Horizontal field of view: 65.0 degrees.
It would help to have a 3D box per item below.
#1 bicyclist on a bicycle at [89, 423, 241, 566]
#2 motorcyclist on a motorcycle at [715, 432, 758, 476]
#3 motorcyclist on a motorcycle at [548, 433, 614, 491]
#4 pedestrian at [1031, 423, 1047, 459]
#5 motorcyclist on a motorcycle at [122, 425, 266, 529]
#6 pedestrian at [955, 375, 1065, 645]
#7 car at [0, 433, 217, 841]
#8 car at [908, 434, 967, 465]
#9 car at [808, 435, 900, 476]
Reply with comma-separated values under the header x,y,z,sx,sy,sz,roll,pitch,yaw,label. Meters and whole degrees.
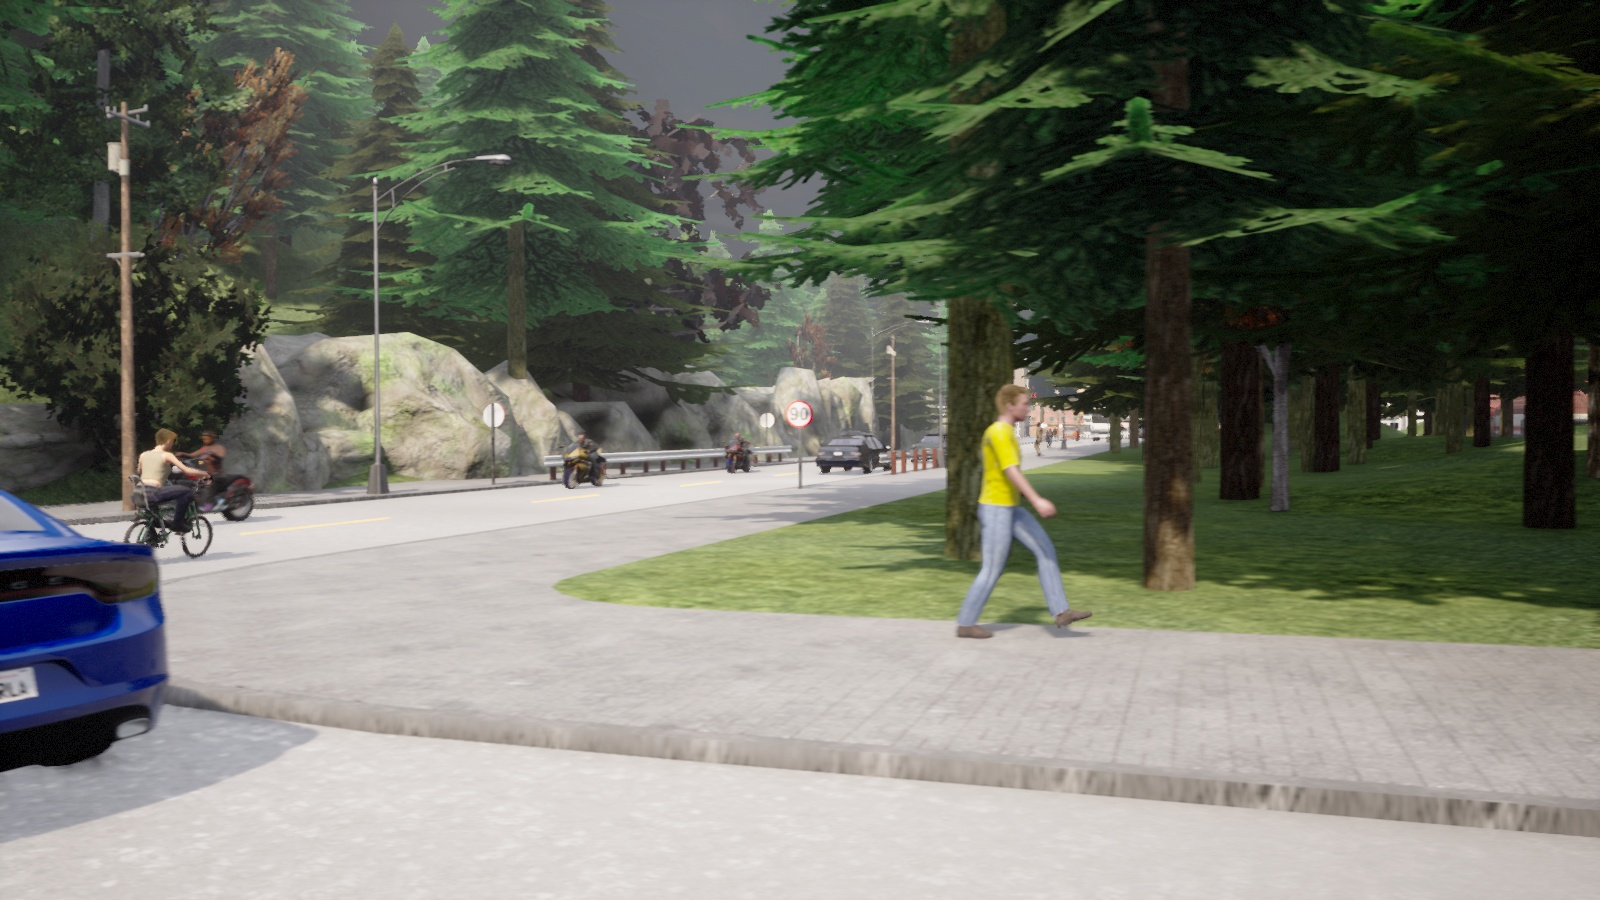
x,y,z,sx,sy,sz,roll,pitch,yaw,label
-7.619,0.493,15.152,0.866,1.612,1.509,1,1,12,bicyclist on a bicycle
-2.293,0.125,45.752,0.866,1.530,2.191,1,1,18,motorcyclist on a motorcycle
-5.957,0.294,34.265,0.866,1.530,2.191,1,1,18,motorcyclist on a motorcycle
12.868,-0.490,67.589,0.692,1.930,0.396,1,1,43,pedestrian
-10.145,0.402,21.129,0.766,1.649,2.350,1,1,18,motorcyclist on a motorcycle
1.475,0.402,8.803,0.706,1.836,0.354,1,1,18,pedestrian
-5.222,0.690,5.982,5.008,1.535,1.882,1,1,30,car
6.667,-0.048,60.626,1.994,1.385,4.181,1,1,18,car
2.071,0.146,46.270,2.033,1.411,5.357,1,1,18,car
